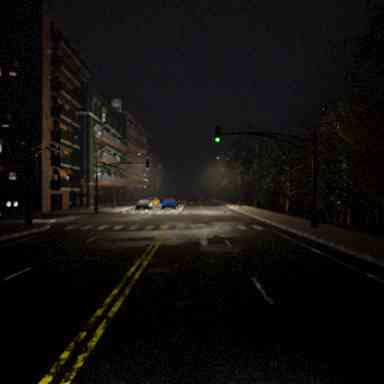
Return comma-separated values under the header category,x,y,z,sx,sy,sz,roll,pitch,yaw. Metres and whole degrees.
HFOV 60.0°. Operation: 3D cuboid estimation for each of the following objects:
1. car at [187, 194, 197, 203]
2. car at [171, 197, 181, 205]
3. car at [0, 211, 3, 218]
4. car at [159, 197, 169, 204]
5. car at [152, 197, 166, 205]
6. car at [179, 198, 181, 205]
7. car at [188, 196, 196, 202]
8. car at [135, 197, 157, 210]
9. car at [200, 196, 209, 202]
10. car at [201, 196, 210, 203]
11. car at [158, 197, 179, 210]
category,x,y,z,sx,sy,sz,roll,pitch,yaw
car,-0.009,1.568,77.560,2.150,2.045,5.566,0,0,0
car,-3.259,1.803,67.321,1.837,1.490,4.892,0,0,0
car,-19.339,1.842,29.310,4.902,1.511,2.128,-1,0,1
car,-6.509,1.926,76.442,1.895,1.301,4.718,0,0,0
car,-6.510,1.788,66.119,2.128,1.511,4.902,0,0,0
car,-3.300,1.743,57.259,2.128,1.511,4.902,0,0,1
car,-0.009,1.857,87.948,2.128,1.511,4.902,0,0,0
car,-6.597,1.748,46.325,2.033,1.411,5.357,0,0,0
car,3.240,1.872,87.947,2.033,1.411,5.357,0,0,0
car,3.241,1.842,77.527,1.837,1.490,4.892,0,0,0
car,-3.346,1.685,47.778,1.882,1.535,5.008,0,0,0
